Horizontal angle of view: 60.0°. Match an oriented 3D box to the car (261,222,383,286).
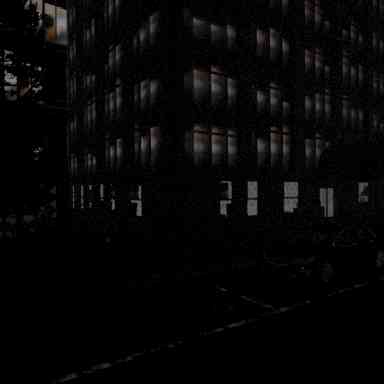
[{"bbox_3d":[3.807,1.549,9.308,4.403,1.369,2.008,0,-1,-36],"label":"car"}]
